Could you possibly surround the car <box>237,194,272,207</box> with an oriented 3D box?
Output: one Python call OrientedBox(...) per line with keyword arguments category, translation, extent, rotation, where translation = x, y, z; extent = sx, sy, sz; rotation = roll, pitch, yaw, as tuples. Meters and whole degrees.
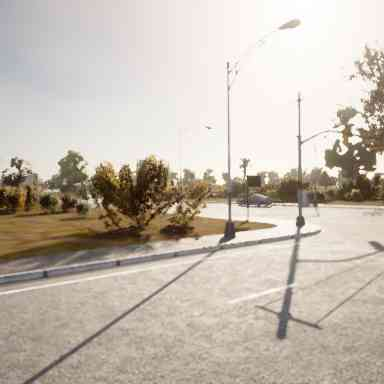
OrientedBox(category="car", translation=(7.570, 1.016, 40.777), extent=(1.812, 1.442, 4.674), rotation=(-1, 1, -39))
